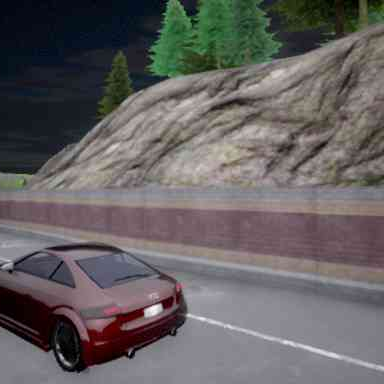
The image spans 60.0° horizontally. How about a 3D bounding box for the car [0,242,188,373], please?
[{"bbox_3d":[-2.106,1.580,5.747,4.181,1.385,1.994,0,0,38],"label":"car"}]
